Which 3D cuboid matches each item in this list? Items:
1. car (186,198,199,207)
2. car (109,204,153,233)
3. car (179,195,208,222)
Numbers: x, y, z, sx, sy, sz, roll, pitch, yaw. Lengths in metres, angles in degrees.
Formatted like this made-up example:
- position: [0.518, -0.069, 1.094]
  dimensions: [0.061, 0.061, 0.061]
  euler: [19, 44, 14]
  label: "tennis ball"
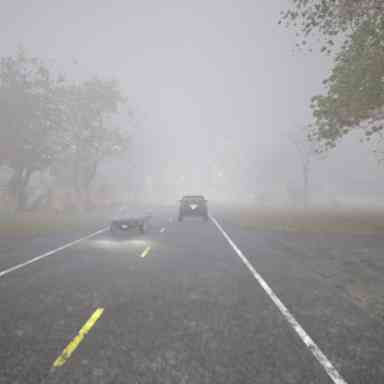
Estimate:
- position: [0.134, 1.591, 52.121]
  dimensions: [1.994, 1.385, 4.181]
  euler: [0, 0, 0]
  label: "car"
- position: [-3.492, 1.509, 19.733]
  dimensions: [1.882, 1.535, 5.008]
  euler: [0, 0, 0]
  label: "car"
- position: [0.112, 1.236, 27.015]
  dimensions: [2.150, 2.045, 5.566]
  euler: [0, 0, 0]
  label: "car"
